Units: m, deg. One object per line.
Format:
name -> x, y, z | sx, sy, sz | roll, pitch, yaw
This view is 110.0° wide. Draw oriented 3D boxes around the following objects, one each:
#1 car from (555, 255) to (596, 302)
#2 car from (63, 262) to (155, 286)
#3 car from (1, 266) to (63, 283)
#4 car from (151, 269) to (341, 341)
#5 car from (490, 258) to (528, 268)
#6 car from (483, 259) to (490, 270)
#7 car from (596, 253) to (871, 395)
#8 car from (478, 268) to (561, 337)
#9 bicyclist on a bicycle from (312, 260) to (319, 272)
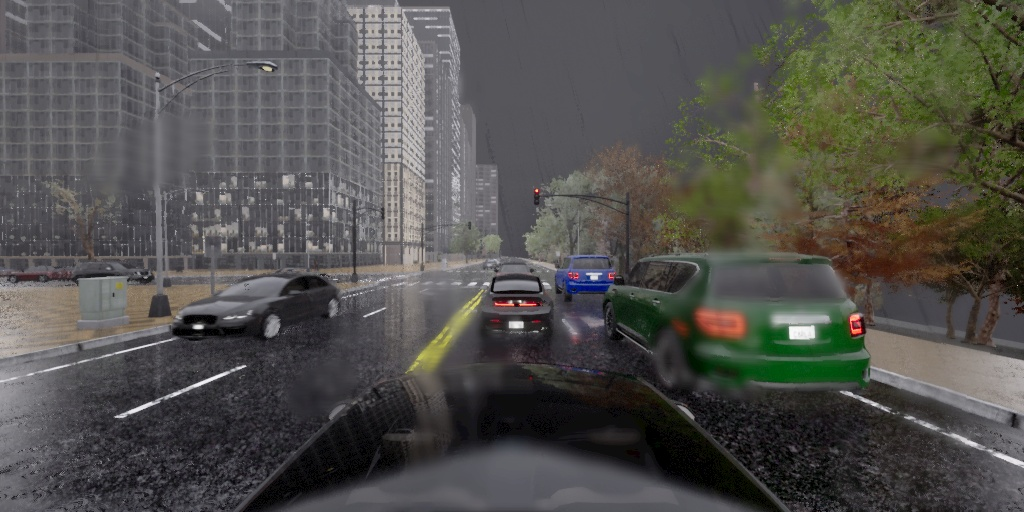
car -> 3.348, 0.969, 17.128 | 2.150, 2.045, 5.566 | 0, 0, 1
car -> -34.150, 1.522, 30.745 | 5.566, 2.045, 2.150 | -1, 0, 0
car -> -49.395, 1.835, 37.505 | 4.553, 1.767, 2.097 | -1, 0, 1
car -> -6.555, 1.255, 9.940 | 1.837, 1.490, 4.892 | 0, -1, 0
car -> 0.116, 1.099, 19.297 | 2.097, 1.767, 4.553 | 0, 0, 0
car -> -3.228, 1.233, 53.629 | 2.128, 1.511, 4.902 | 0, 0, 0
car -> 3.344, 0.971, 6.770 | 2.150, 2.045, 5.566 | 0, 0, 1
car -> 0.111, 1.253, 10.238 | 1.837, 1.490, 4.892 | 0, 0, 0
bicyclist on a bicycle -> -24.557, 1.328, 44.776 | 0.582, 1.620, 1.656 | -1, 1, 0
